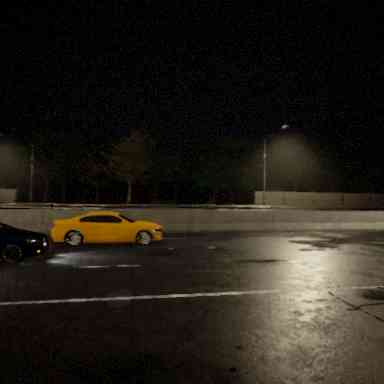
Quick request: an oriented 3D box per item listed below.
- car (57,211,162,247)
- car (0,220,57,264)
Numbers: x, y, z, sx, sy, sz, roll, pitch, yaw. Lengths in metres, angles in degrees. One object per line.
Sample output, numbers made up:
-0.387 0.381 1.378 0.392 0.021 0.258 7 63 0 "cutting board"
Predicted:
-3.918 1.676 15.684 5.008 1.535 1.882 1 -1 -11 "car"
-7.204 1.646 11.502 4.181 1.385 1.994 1 -1 -11 "car"
